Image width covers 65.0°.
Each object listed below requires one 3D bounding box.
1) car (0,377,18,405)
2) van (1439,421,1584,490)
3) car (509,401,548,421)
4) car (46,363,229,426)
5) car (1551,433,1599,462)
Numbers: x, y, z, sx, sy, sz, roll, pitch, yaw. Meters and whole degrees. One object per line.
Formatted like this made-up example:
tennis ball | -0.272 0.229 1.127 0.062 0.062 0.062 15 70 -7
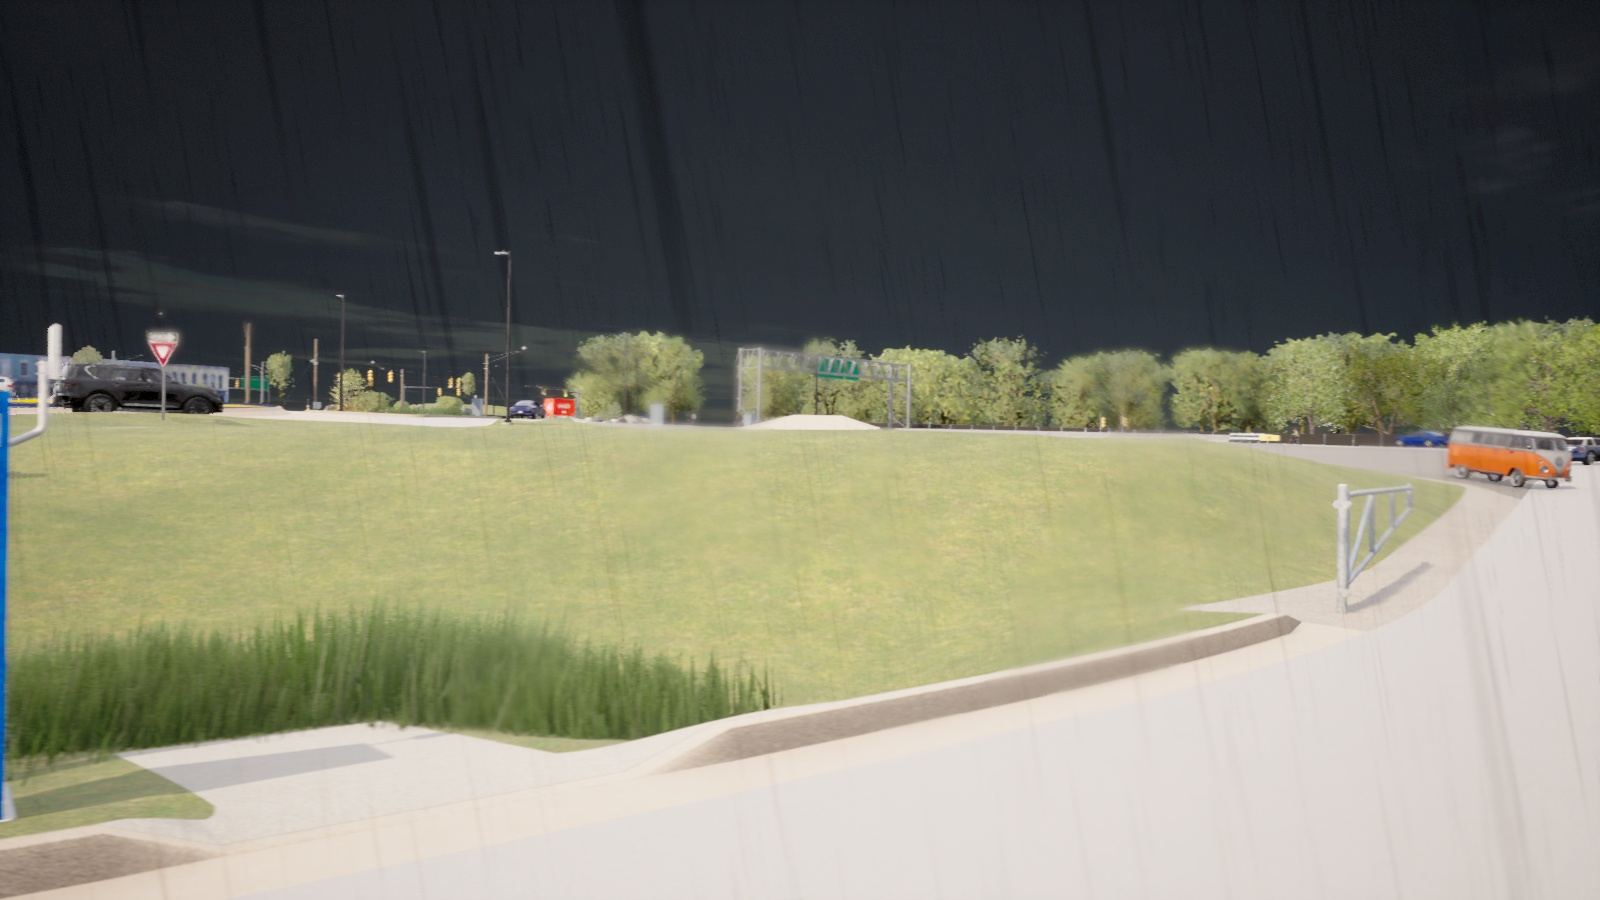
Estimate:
car | -50.570 -3.612 76.799 4.611 1.667 2.242 -1 0 -31
van | 25.222 0.146 44.716 1.775 1.987 4.442 2 4 -14
car | -20.834 -3.007 96.529 1.812 1.442 4.674 1 2 2
car | -24.330 -1.987 46.292 5.566 2.045 2.150 1 -1 -43
car | 42.923 -0.172 68.213 3.806 1.475 1.970 -1 1 -28
